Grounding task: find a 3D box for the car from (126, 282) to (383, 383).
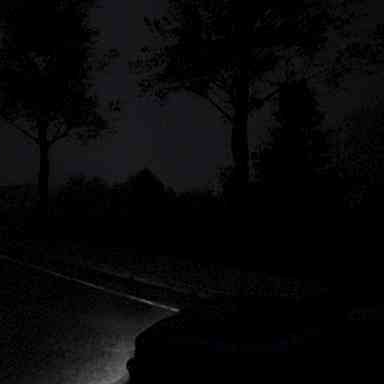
[{"bbox_3d":[1.910,1.556,2.683,5.357,1.411,2.033,0,0,36],"label":"car"}]
